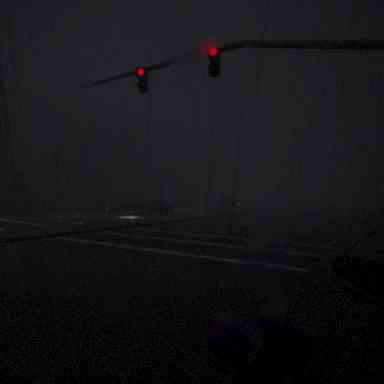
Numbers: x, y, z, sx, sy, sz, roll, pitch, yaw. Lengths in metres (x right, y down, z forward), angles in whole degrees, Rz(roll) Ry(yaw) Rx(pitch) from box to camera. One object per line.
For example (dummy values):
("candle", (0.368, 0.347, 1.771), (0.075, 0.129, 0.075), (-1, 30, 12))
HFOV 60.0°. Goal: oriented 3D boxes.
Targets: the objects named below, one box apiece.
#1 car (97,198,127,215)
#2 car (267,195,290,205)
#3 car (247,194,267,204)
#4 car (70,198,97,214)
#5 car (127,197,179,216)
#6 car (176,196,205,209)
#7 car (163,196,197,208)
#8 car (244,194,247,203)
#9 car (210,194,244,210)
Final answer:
("car", (-6.327, 1.319, 32.328), (2.128, 1.511, 4.902), (1, 0, 35))
("car", (15.284, 1.346, 56.895), (2.128, 1.511, 4.902), (1, 0, 35))
("car", (11.895, 1.351, 58.169), (1.812, 1.442, 4.674), (1, 0, 35))
("car", (-9.890, 1.328, 33.334), (1.812, 1.442, 4.674), (1, 1, 35))
("car", (-3.472, 1.416, 30.303), (1.994, 1.385, 4.181), (1, 0, 35))
("car", (-0.104, 1.390, 41.201), (1.994, 1.385, 4.181), (1, 0, 35))
("car", (-1.558, 1.292, 45.215), (2.128, 1.511, 4.902), (1, 0, 35))
("car", (9.472, 1.149, 60.799), (2.097, 1.767, 4.553), (1, 0, 35))
("car", (4.103, 1.340, 41.104), (2.128, 1.511, 4.902), (1, 1, 35))
